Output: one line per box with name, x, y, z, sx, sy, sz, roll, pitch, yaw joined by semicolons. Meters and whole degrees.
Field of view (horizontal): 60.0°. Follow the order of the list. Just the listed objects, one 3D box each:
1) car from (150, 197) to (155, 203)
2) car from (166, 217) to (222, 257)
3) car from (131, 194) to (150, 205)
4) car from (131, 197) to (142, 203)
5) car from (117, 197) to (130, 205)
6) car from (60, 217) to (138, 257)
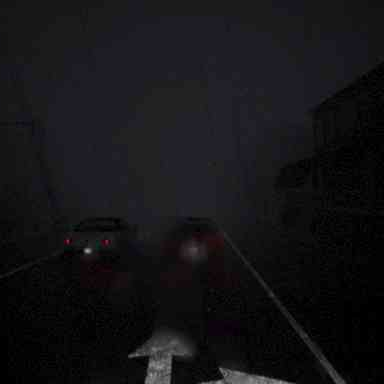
car;-10.338;1.884;82.993;2.033;1.411;5.357;0;0;0
car;0.085;1.660;13.228;1.895;1.301;4.718;0;0;1
car;-10.370;1.521;67.280;2.150;2.045;5.566;0;0;0
car;-13.838;1.898;82.966;1.994;1.385;4.181;0;0;0
car;-13.870;1.799;67.238;1.837;1.490;4.892;0;0;0
car;-3.416;1.660;13.225;1.895;1.301;4.718;0;0;1
